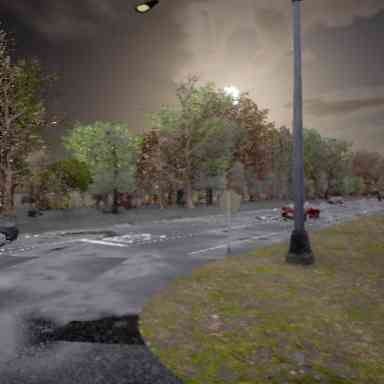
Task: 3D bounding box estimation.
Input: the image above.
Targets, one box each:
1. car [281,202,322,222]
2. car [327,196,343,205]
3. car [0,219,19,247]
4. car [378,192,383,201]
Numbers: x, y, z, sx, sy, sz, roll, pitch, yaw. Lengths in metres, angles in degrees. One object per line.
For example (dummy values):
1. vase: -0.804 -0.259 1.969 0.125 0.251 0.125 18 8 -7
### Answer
1. car: 8.831 1.495 26.631 1.882 1.535 5.008 -1 0 38
2. car: 25.469 1.489 59.203 1.837 1.490 4.892 -1 2 38
3. car: -9.955 1.777 13.972 1.837 1.490 4.892 -1 0 38
4. car: 44.695 1.020 77.255 2.150 2.045 5.566 -1 0 34
